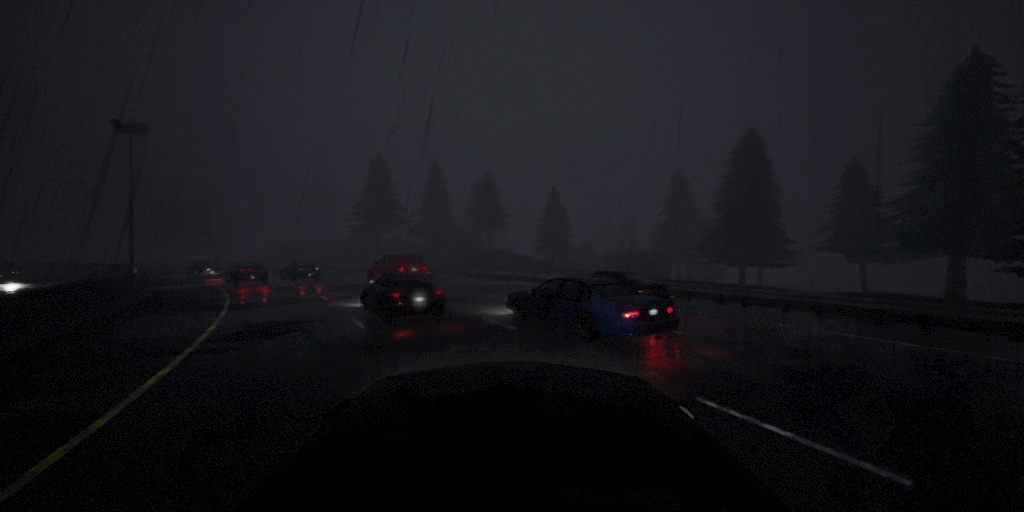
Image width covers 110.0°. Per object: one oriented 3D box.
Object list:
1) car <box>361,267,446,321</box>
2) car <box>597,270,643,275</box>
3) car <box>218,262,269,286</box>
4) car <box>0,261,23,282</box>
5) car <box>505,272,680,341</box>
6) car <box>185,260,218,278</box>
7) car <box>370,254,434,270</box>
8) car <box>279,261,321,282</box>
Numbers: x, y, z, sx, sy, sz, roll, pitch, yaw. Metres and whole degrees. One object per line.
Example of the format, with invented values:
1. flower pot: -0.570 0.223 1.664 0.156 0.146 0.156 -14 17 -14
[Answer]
1. car: -3.879 1.274 12.482 1.994 1.385 4.181 0 0 -33
2. car: 3.718 1.239 13.521 1.812 1.442 4.674 0 0 -30
3. car: -17.937 1.146 24.180 4.902 1.511 2.128 0 0 45
4. car: -36.995 1.125 25.732 4.902 1.511 2.128 0 0 32
5. car: 1.824 1.271 9.994 2.033 1.411 5.357 0 0 -30
6. car: -27.796 1.124 32.343 4.892 1.490 1.837 0 0 36
7. car: -7.463 0.893 23.207 2.150 2.045 5.566 0 0 -40
8. car: -16.213 1.139 27.352 4.902 1.511 2.128 0 0 44
